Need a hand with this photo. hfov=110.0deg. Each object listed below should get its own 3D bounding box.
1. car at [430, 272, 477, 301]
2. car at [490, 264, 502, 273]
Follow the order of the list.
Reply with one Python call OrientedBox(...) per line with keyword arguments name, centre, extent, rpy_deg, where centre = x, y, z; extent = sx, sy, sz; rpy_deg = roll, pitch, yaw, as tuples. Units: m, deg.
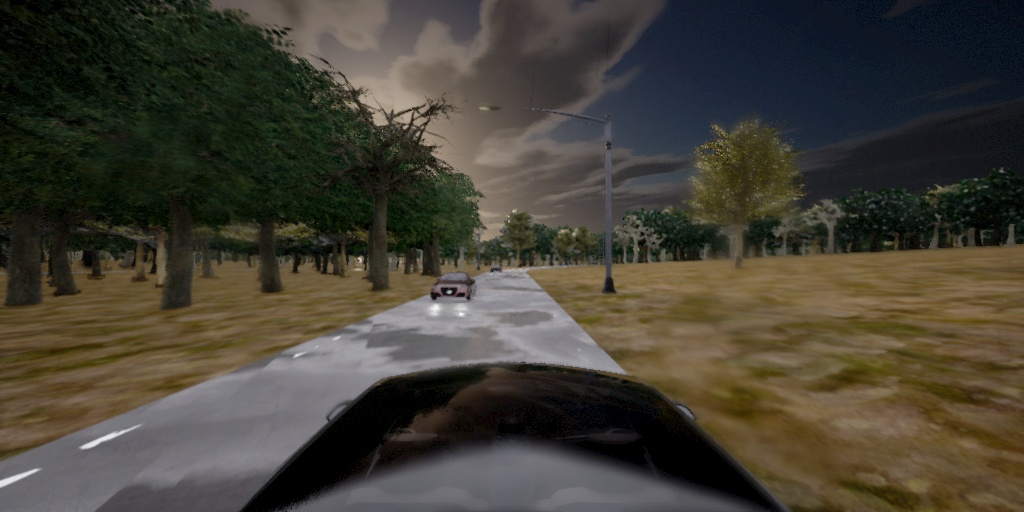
OrientedBox(name="car", centre=(-2.990, 1.549, 19.076), extent=(1.994, 1.385, 4.181), rpy_deg=(0, -1, 0))
OrientedBox(name="car", centre=(-2.610, 2.127, 60.154), extent=(2.033, 1.411, 5.357), rpy_deg=(0, -1, 1))
